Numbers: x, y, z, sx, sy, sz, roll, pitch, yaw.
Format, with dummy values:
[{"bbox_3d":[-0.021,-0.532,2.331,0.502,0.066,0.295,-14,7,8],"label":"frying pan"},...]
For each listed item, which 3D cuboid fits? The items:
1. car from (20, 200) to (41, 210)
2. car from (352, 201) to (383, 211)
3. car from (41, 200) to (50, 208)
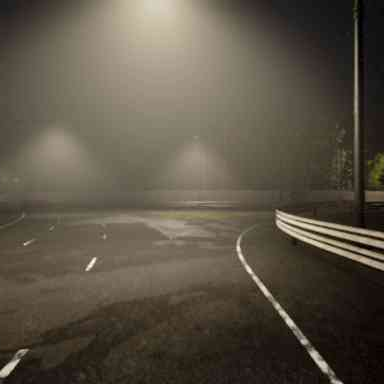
[{"bbox_3d":[-26.543,2.120,54.031,1.812,1.442,4.674,0,-1,-38],"label":"car"},{"bbox_3d":[25.532,2.058,48.290,5.357,1.411,2.033,0,-1,-25],"label":"car"},{"bbox_3d":[-27.426,2.197,61.045,1.812,1.442,4.674,1,-1,-38],"label":"car"}]
